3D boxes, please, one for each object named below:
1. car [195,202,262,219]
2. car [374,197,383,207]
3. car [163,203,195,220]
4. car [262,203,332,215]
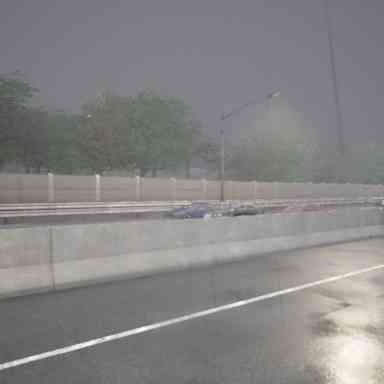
[{"bbox_3d":[3.000,1.490,23.285,4.902,1.511,2.128,0,0,-35],"label":"car"},{"bbox_3d":[28.665,1.513,48.985,4.892,1.490,1.837,0,0,-38],"label":"car"},{"bbox_3d":[0.441,1.545,25.765,5.357,1.411,2.033,0,0,-35],"label":"car"},{"bbox_3d":[7.223,1.476,21.986,5.008,1.535,1.882,0,0,-35],"label":"car"}]
